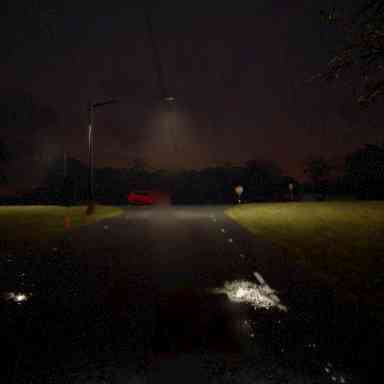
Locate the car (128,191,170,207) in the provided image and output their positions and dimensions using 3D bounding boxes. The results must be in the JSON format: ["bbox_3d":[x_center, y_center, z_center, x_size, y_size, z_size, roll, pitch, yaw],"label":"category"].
[{"bbox_3d":[-5.623,0.880,44.137,5.566,2.045,2.150,1,-1,0],"label":"car"}]

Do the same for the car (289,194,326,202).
[{"bbox_3d":[17.905,0.960,51.504,5.357,1.411,2.033,-1,-3,-1],"label":"car"}]
